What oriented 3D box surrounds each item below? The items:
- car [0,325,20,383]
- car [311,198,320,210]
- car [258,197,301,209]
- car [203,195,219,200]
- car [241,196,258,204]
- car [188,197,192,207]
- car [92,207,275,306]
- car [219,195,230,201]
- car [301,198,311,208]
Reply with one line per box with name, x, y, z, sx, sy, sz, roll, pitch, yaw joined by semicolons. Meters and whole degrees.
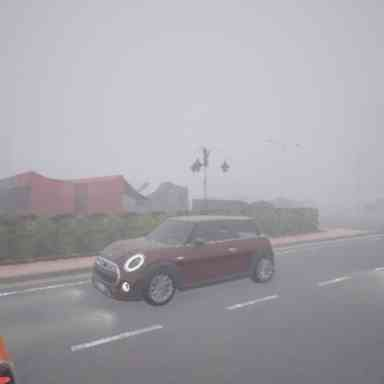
car;-3.332;1.335;1.598;4.553;1.767;2.097;1;0;-36
car;15.761;1.858;46.400;1.970;1.475;3.806;1;0;-35
car;11.243;1.561;43.132;1.932;1.855;4.605;1;0;-35
car;3.822;1.719;77.864;1.905;1.878;3.866;1;0;-35
car;11.724;1.923;62.053;1.970;1.475;3.806;1;0;-35
car;-2.001;1.513;52.201;1.932;1.855;4.605;1;0;-35
car;-0.066;1.401;8.263;4.553;1.767;2.097;1;0;-36
car;6.213;1.744;79.495;1.932;1.855;4.605;1;0;-35
car;13.400;1.798;44.725;1.784;1.438;3.905;1;0;-35
